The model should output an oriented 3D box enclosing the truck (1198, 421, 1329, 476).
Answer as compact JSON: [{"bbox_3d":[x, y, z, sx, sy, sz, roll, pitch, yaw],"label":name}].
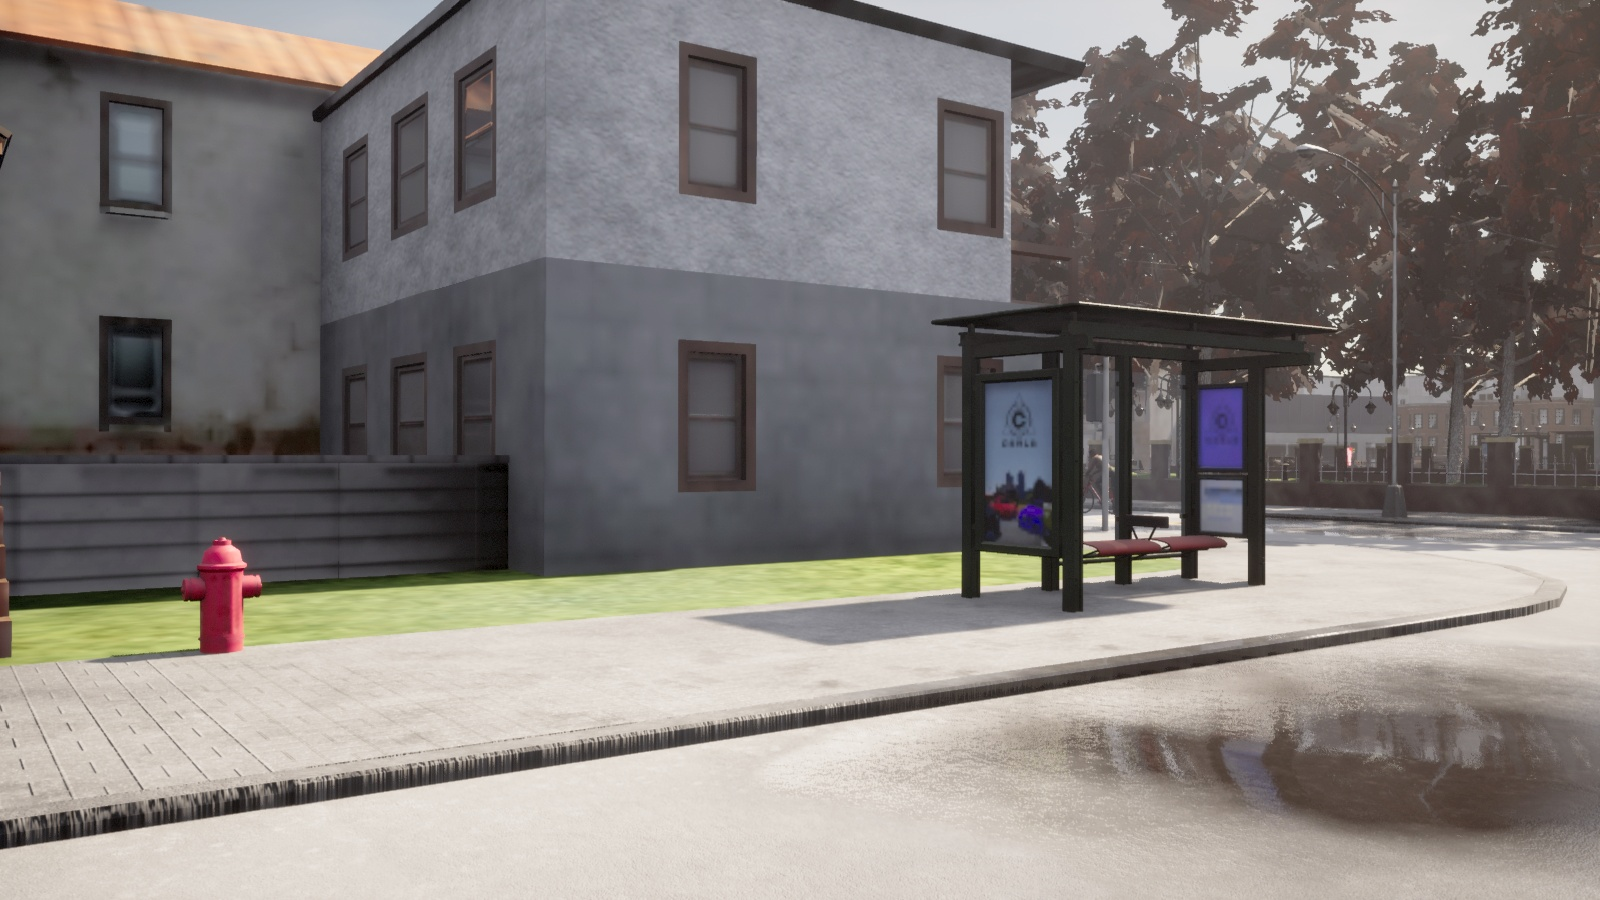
[{"bbox_3d":[30.651,-0.098,83.409,2.891,3.462,7.936,0,0,-35],"label":"truck"}]
